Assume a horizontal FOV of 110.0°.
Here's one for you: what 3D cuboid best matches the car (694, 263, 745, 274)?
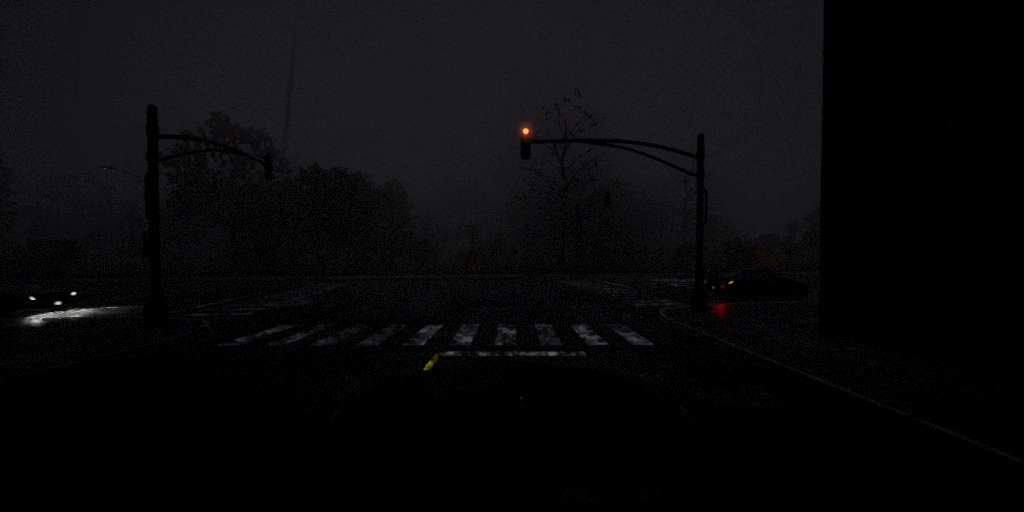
[{"bbox_3d":[17.055,1.195,28.445,4.718,1.301,1.895,0,1,-9],"label":"car"}]

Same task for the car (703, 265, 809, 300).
[{"bbox_3d":[12.066,1.328,17.731,4.674,1.442,1.812,0,1,-8],"label":"car"}]

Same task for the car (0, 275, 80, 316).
[{"bbox_3d":[-20.083,1.435,13.458,5.357,1.411,2.033,0,1,-7],"label":"car"}]
